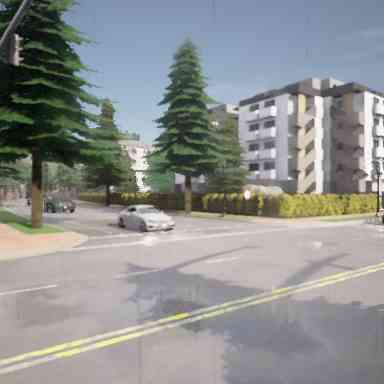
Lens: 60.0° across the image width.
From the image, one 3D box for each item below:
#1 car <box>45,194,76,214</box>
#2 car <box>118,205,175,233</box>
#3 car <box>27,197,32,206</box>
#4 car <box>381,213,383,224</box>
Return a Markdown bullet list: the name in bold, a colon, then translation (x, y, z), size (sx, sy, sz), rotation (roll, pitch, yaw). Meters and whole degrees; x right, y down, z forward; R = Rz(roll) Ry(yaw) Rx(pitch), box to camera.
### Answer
- **car**: translation (-14.097, 1.197, 35.345), size (2.150, 2.045, 5.566), rotation (0, 0, -34)
- **car**: translation (-2.812, 1.503, 19.621), size (1.812, 1.442, 4.674), rotation (0, 0, -36)
- **car**: translation (-25.233, 1.475, 53.293), size (2.128, 1.511, 4.902), rotation (0, 0, -30)
- **car**: translation (15.218, 1.548, 23.423), size (4.892, 1.490, 1.837), rotation (0, 0, -35)
